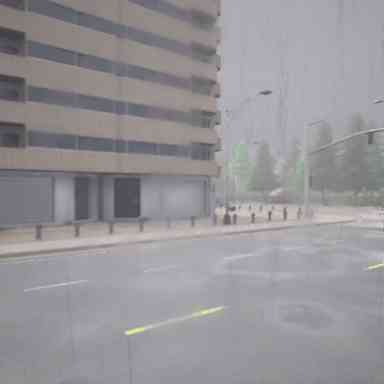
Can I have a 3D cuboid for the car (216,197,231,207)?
[{"bbox_3d":[3.967,1.472,51.437,2.128,1.511,4.902,0,0,-36],"label":"car"}]
